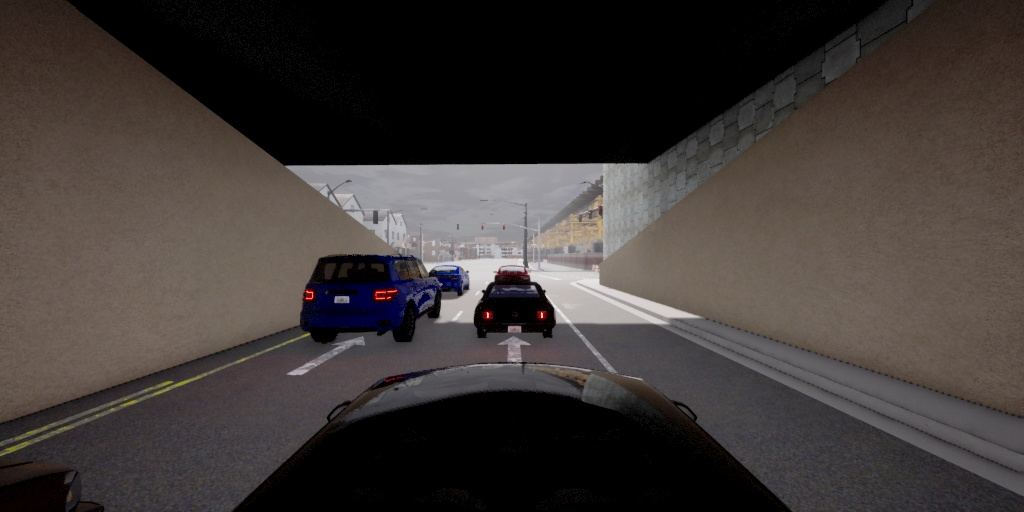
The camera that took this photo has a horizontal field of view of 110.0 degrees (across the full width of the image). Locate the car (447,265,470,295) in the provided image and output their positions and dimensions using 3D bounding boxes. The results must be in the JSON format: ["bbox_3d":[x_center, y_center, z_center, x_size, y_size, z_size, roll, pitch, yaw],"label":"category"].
[{"bbox_3d":[-3.490,1.228,19.827,1.882,1.535,5.008,0,0,0],"label":"car"}]

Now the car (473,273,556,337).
[{"bbox_3d":[0.056,1.351,10.240,1.895,1.301,4.718,0,0,0],"label":"car"}]

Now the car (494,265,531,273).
[{"bbox_3d":[0.011,1.228,19.576,1.882,1.535,5.008,0,0,0],"label":"car"}]

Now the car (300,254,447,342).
[{"bbox_3d":[-3.439,0.971,9.889,2.150,2.045,5.566,0,0,0],"label":"car"}]
